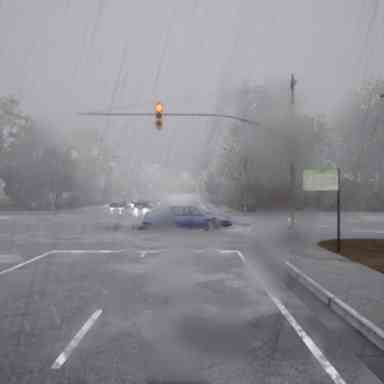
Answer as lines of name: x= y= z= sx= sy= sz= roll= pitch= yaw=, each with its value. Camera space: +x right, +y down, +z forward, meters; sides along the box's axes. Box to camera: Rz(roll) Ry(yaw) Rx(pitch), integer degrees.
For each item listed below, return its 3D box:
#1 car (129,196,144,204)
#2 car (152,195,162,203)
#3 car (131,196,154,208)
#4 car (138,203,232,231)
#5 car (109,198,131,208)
car: x=-10.605 y=1.473 z=64.059 sx=2.128 sy=1.511 sz=4.902 roll=0 pitch=0 yaw=0
car: x=-7.103 y=1.333 z=64.930 sx=2.097 sy=1.767 sz=4.553 roll=0 pitch=0 yaw=0
car: x=-7.143 y=1.587 z=48.266 sx=1.895 sy=1.301 sz=4.718 roll=0 pitch=0 yaw=0
car: x=-0.274 y=1.543 z=20.241 sx=5.357 sy=1.411 sz=2.033 roll=0 pitch=0 yaw=3
car: x=-10.644 y=1.534 z=48.583 sx=2.033 sy=1.411 sz=5.357 roll=0 pitch=0 yaw=0
